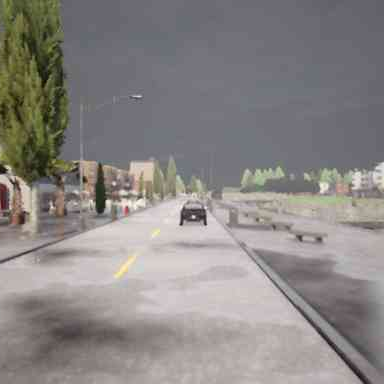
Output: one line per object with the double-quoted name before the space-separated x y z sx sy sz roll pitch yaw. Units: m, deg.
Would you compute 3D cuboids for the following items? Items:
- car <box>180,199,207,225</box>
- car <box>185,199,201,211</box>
"car" 0.103 1.517 24.716 1.882 1.535 5.008 0 0 0
"car" 0.114 1.631 42.703 1.994 1.385 4.181 0 0 0
